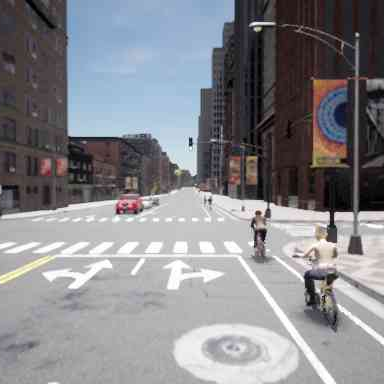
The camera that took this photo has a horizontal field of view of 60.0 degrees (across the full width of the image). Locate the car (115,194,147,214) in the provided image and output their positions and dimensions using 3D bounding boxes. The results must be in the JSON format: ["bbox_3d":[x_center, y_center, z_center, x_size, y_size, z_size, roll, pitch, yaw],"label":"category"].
[{"bbox_3d":[-6.580,1.237,35.399,2.150,2.045,5.566,0,0,0],"label":"car"}]

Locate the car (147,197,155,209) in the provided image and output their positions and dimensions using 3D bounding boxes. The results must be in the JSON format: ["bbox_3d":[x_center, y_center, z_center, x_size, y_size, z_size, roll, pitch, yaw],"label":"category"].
[{"bbox_3d":[-6.560,1.547,45.064,1.812,1.442,4.674,0,0,0],"label":"car"}]

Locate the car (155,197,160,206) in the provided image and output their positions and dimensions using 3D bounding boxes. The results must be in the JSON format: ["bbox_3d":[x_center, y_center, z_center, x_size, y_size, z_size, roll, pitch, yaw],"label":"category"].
[{"bbox_3d":[-6.536,1.518,55.845,2.128,1.511,4.902,0,0,0],"label":"car"}]

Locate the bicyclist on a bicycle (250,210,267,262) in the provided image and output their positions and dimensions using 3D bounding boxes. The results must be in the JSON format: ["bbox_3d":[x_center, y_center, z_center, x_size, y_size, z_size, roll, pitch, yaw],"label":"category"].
[{"bbox_3d":[2.254,1.453,11.174,0.582,1.620,1.656,0,0,0],"label":"bicyclist on a bicycle"}]

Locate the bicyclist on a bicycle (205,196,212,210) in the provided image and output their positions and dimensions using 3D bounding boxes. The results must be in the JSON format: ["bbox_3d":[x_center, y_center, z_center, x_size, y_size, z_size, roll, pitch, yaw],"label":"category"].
[{"bbox_3d":[2.261,1.390,41.922,0.659,1.776,1.843,0,0,0],"label":"bicyclist on a bicycle"}]

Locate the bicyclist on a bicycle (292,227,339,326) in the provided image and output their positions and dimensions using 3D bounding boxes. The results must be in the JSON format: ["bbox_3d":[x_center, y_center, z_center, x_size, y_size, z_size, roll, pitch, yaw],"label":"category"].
[{"bbox_3d":[2.325,1.435,6.094,0.866,1.612,1.509,0,0,0],"label":"bicyclist on a bicycle"}]
